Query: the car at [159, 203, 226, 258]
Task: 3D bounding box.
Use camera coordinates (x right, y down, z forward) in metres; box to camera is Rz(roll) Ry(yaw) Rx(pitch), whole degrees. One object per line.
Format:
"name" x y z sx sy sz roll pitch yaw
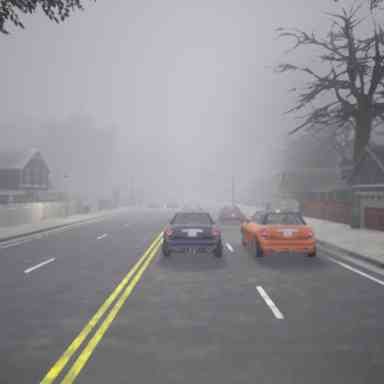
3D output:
"car" 0.021 1.479 13.433 2.097 1.767 4.553 0 -1 0

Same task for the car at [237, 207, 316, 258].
"car" 3.270 1.479 13.432 2.097 1.767 4.553 0 -1 0

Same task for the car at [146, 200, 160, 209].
"car" -6.520 2.099 56.569 1.994 1.385 4.181 0 -1 0

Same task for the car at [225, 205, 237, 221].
"car" 3.271 1.836 28.463 1.994 1.385 4.181 0 0 0

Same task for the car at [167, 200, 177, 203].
"car" -3.269 2.056 56.178 1.812 1.442 4.674 0 -1 0
